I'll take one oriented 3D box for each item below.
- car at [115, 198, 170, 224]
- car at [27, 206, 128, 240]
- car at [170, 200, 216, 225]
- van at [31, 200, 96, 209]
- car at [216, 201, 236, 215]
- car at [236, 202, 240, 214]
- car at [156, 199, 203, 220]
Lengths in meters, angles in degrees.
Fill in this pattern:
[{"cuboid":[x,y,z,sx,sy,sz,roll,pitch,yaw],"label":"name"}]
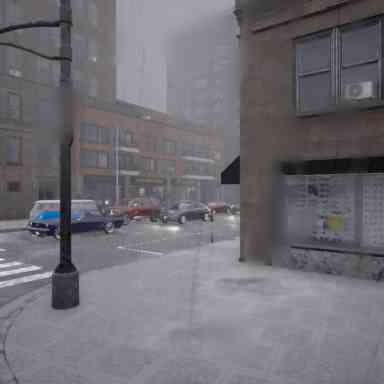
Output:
[{"cuboid":[-4.279,1.337,24.293,2.192,1.841,5.009,0,0,36],"label":"car"},{"cuboid":[-5.920,1.617,17.353,1.895,1.301,4.718,0,0,37],"label":"car"},{"cuboid":[-0.449,1.528,24.882,1.837,1.490,4.892,0,0,36],"label":"car"},{"cuboid":[-7.556,1.358,19.757,1.690,1.788,3.998,0,0,36],"label":"van"},{"cuboid":[2.276,1.575,33.364,1.887,1.381,4.507,0,0,36],"label":"car"},{"cuboid":[5.693,1.383,33.368,2.097,1.767,4.553,0,0,36],"label":"car"},{"cuboid":[-1.002,1.466,28.829,1.967,1.590,4.097,0,0,36],"label":"car"}]
